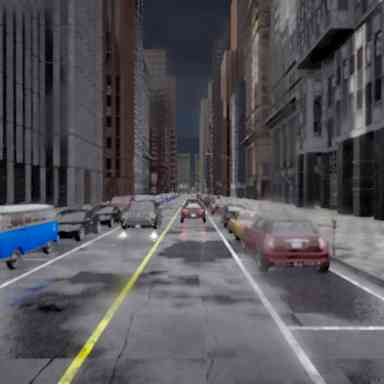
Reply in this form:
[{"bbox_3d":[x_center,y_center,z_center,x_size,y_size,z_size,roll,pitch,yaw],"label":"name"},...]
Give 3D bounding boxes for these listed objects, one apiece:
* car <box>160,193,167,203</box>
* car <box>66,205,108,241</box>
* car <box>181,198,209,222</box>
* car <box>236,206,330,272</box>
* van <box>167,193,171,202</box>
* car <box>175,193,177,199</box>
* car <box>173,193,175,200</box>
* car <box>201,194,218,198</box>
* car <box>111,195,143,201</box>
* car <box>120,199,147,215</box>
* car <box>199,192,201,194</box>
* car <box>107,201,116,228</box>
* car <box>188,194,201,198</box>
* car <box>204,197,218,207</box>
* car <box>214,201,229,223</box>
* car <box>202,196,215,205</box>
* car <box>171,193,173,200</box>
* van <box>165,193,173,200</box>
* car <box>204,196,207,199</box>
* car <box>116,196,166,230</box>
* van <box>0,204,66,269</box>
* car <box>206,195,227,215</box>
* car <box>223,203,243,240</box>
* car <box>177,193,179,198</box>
[{"bbox_3d":[-5.761,1.332,55.777,1.967,1.590,4.097,0,0,0],"label":"car"},{"bbox_3d":[-5.764,1.534,16.320,1.947,1.339,4.313,0,0,0],"label":"car"},{"bbox_3d":[0.102,1.475,25.926,1.812,1.442,4.674,0,0,0],"label":"car"},{"bbox_3d":[2.760,1.419,10.694,1.967,1.590,4.097,0,0,0],"label":"car"},{"bbox_3d":[-5.761,1.212,67.050,1.690,1.788,3.998,0,0,0],"label":"van"},{"bbox_3d":[-5.759,1.275,89.596,1.967,1.590,4.097,0,0,0],"label":"car"},{"bbox_3d":[-5.760,1.403,78.323,2.008,1.369,4.403,0,0,0],"label":"car"},{"bbox_3d":[2.762,1.229,44.512,2.192,1.841,5.009,0,0,0],"label":"car"},{"bbox_3d":[-5.764,1.261,27.593,2.192,1.841,5.009,0,0,0],"label":"car"},{"bbox_3d":[-5.763,1.480,33.230,1.887,1.381,4.507,0,0,0],"label":"car"},{"bbox_3d":[2.764,1.311,67.056,1.967,1.590,4.097,0,0,0],"label":"car"},{"bbox_3d":[-5.763,1.523,21.957,1.947,1.339,4.313,0,0,0],"label":"car"},{"bbox_3d":[0.103,1.414,46.237,1.837,1.490,4.892,0,0,0],"label":"car"},{"bbox_3d":[2.764,1.448,50.149,1.887,1.381,4.507,0,0,0],"label":"car"},{"bbox_3d":[2.761,1.508,21.967,2.008,1.369,4.403,0,0,0],"label":"car"},{"bbox_3d":[2.764,1.458,55.785,1.947,1.339,4.313,0,0,0],"label":"car"},{"bbox_3d":[-5.760,1.387,72.517,1.752,1.417,4.829,0,0,0],"label":"car"},{"bbox_3d":[-5.760,1.184,83.960,1.690,1.788,3.998,0,0,0],"label":"van"},{"bbox_3d":[2.763,1.490,38.876,1.947,1.339,4.313,0,0,0],"label":"car"},{"bbox_3d":[-3.010,1.310,20.759,2.097,1.767,4.553,0,0,0],"label":"car"},{"bbox_3d":[-5.765,1.320,10.683,1.690,1.788,3.998,0,0,0],"label":"van"},{"bbox_3d":[2.762,1.375,33.239,1.967,1.590,4.097,0,0,0],"label":"car"},{"bbox_3d":[2.761,1.493,16.501,1.752,1.417,4.829,0,0,0],"label":"car"},{"bbox_3d":[-5.759,1.142,95.233,2.192,1.841,5.009,0,0,0],"label":"car"}]
